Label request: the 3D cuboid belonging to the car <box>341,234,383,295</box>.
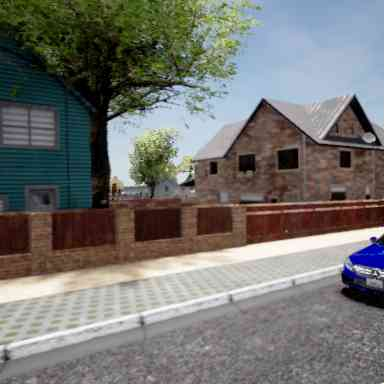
[{"bbox_3d":[5.414,1.488,7.759,4.674,1.442,1.812,0,0,-35],"label":"car"}]
